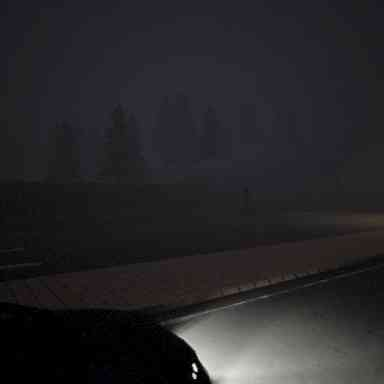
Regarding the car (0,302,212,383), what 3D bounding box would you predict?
[{"bbox_3d":[-1.846,1.564,2.429,4.181,1.385,1.994,0,0,-36],"label":"car"}]
